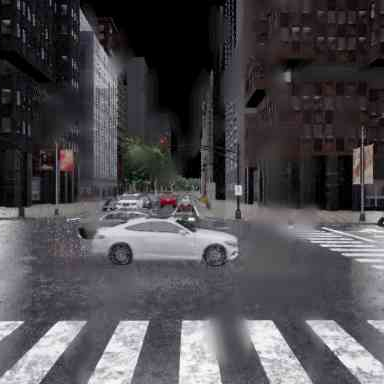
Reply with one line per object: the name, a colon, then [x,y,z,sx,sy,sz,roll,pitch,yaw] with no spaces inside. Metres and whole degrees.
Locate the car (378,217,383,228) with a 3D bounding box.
car: [14.094,1.788,20.933,4.181,1.385,1.994,1,0,0]

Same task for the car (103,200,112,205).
car: [-9.237,1.574,38.873,1.947,1.339,4.313,0,0,-1]

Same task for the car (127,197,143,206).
car: [-9.385,1.570,54.981,1.752,1.417,4.829,0,0,-1]

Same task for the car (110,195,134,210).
car: [-9.288,1.335,44.300,2.192,1.841,5.009,0,0,-1]

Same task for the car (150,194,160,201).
car: [-9.687,1.449,87.706,2.192,1.841,5.009,0,0,-1]

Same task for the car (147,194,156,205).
car: [-6.629,1.375,45.536,2.097,1.767,4.553,0,0,0]

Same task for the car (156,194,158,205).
car: [-6.712,1.399,55.738,2.097,1.767,4.553,0,0,0]

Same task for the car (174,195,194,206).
car: [-0.713,1.448,38.949,1.967,1.590,4.097,0,0,-1]

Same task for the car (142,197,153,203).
car: [-9.536,1.669,71.428,1.802,1.307,4.206,0,0,-1]

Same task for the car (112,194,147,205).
car: [-6.542,1.223,35.511,2.150,2.045,5.566,0,0,-1]

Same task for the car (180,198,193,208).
car: [-0.812,1.615,49.798,1.802,1.307,4.206,0,0,-1]

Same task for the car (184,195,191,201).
car: [-1.162,1.574,87.772,1.967,1.590,4.097,0,0,-1]

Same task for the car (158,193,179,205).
car: [-3.477,1.254,50.378,2.150,2.045,5.566,0,0,-1]

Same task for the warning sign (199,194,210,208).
warning sign: [1.565,1.132,42.641,1.300,1.860,1.060,0,0,-1]

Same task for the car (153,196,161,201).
car: [-9.736,1.696,93.131,1.887,1.381,4.507,0,0,-1]

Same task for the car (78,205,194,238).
car: [-2.278,1.488,14.101,4.902,1.511,2.128,1,0,0]

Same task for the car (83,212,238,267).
car: [-0.857,1.536,10.869,4.674,1.442,1.812,1,0,-1]

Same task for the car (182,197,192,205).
car: [-0.912,1.603,60.648,1.887,1.381,4.507,0,0,-1]

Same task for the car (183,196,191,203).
car: [-1.013,1.613,71.667,1.752,1.417,4.829,0,0,-1]

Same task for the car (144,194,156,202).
car: [-9.587,1.417,76.854,2.192,1.841,5.009,0,0,-1]
